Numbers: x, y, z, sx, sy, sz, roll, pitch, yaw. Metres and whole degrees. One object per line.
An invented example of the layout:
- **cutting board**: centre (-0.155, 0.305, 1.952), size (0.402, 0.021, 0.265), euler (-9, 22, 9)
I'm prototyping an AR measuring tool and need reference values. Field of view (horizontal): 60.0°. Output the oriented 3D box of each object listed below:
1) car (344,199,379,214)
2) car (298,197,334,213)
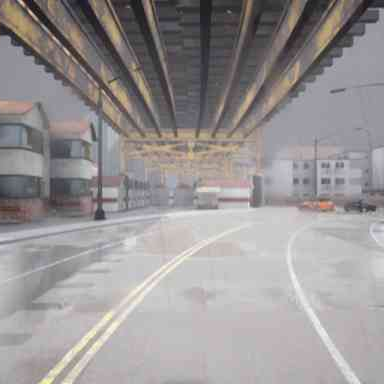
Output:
- **car**: centre (18.019, 1.498, 35.272), size (4.902, 1.511, 2.128), euler (2, -1, -38)
- **car**: centre (13.543, 1.337, 36.362), size (4.553, 1.767, 2.097), euler (1, -1, -39)
